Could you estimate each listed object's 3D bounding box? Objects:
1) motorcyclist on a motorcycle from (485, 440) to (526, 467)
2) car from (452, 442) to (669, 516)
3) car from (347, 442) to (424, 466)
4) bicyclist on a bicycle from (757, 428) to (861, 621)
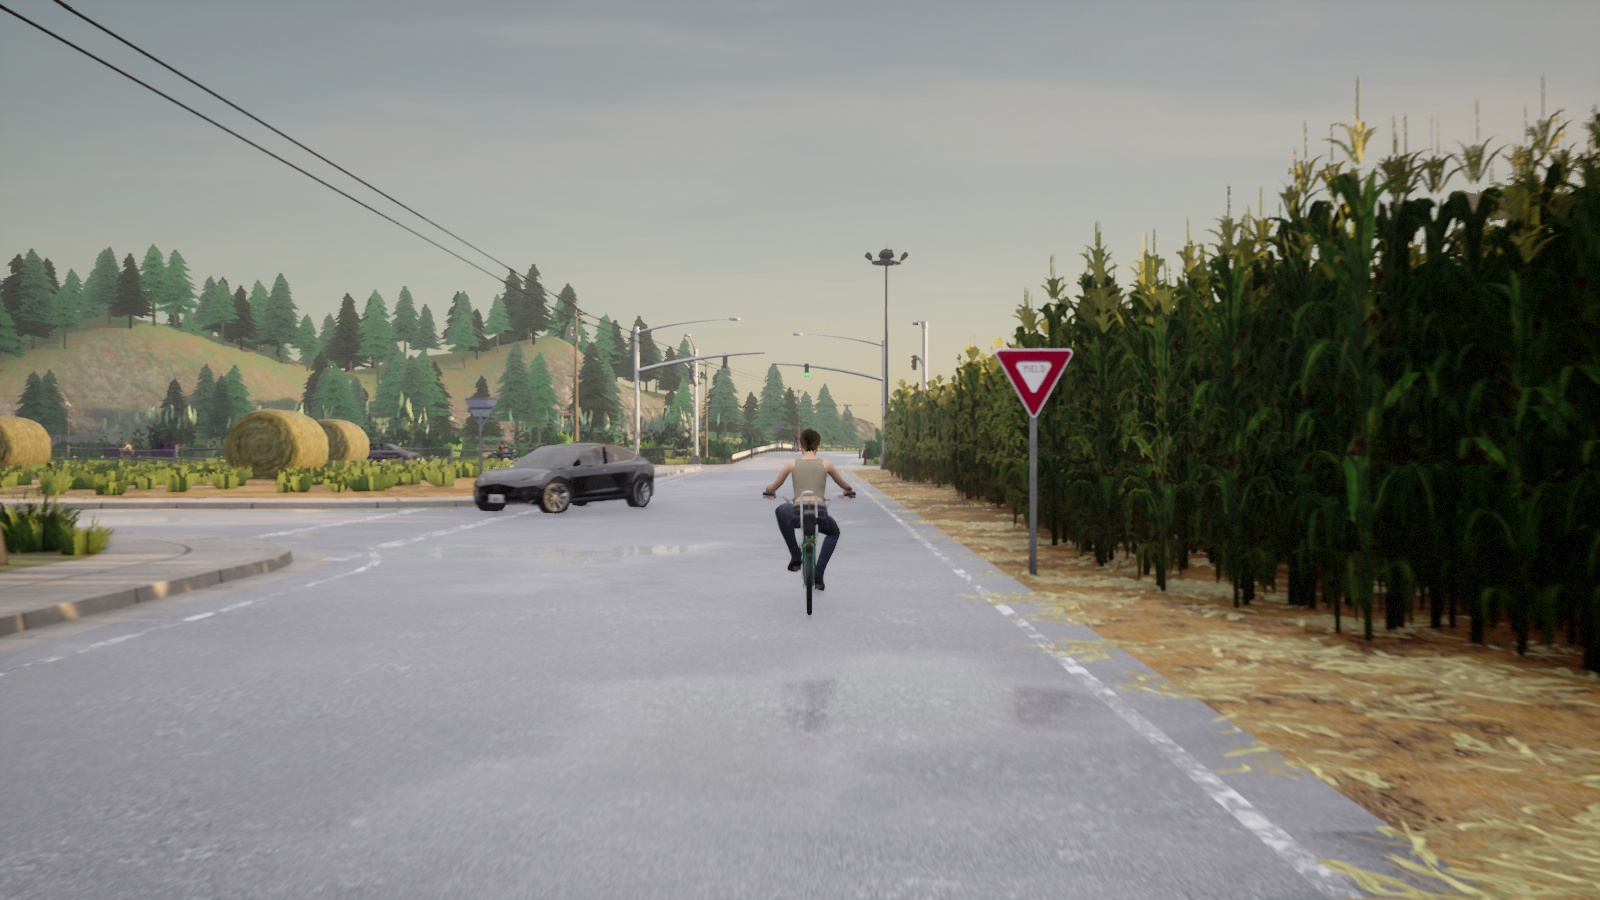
[{"bbox_3d":[-18.266,0.202,77.821,2.350,1.649,0.766,0,0,3],"label":"motorcyclist on a motorcycle"},{"bbox_3d":[-5.151,0.577,27.769,2.163,1.488,4.792,0,0,29],"label":"car"},{"bbox_3d":[-25.825,0.256,78.256,4.193,1.474,1.816,0,0,3],"label":"car"},{"bbox_3d":[0.082,0.619,11.248,0.866,1.612,1.509,0,0,0],"label":"bicyclist on a bicycle"}]
